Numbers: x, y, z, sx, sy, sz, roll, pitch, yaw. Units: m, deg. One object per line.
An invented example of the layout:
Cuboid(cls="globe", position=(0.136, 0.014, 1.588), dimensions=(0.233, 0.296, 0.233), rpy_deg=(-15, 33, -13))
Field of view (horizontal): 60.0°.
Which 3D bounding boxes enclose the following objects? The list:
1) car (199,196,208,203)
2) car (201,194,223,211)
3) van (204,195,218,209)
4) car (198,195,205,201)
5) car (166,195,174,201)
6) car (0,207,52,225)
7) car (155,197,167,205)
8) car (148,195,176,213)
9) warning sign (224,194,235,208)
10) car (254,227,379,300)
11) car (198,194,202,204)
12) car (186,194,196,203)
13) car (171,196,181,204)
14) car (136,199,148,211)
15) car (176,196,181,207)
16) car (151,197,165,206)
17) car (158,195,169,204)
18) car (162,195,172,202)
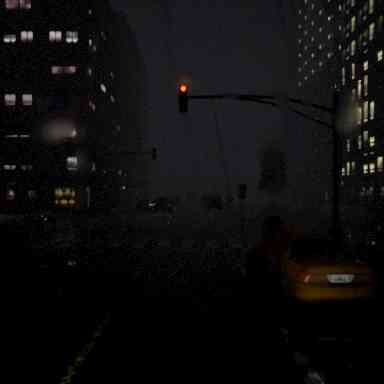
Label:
Cuboid(cls="car", position=(2.520, 1.620, 73.703), dimensions=(1.887, 1.381, 4.507), rpy_deg=(0, 0, 0))
Cuboid(cls="car", position=(2.594, 1.337, 40.544), dimensions=(2.192, 1.841, 5.009), rpy_deg=(0, 0, 0))
Cuboid(cls="van", position=(2.582, 1.369, 46.070), dimensions=(1.690, 1.788, 3.998), rpy_deg=(0, 0, 0))
Cuboid(cls="car", position=(2.483, 1.636, 90.453), dimensions=(1.752, 1.417, 4.829), rpy_deg=(0, 0, 0))
Cuboid(cls="car", position=(-5.897, 1.635, 90.094), dimensions=(1.752, 1.417, 4.829), rpy_deg=(0, 0, 0))
Cuboid(cls="car", position=(-13.171, 1.792, 24.835), dimensions=(4.718, 1.301, 1.895), rpy_deg=(-1, 0, 1))
Cuboid(cls="car", position=(-5.835, 1.599, 62.630), dimensions=(1.887, 1.381, 4.507), rpy_deg=(0, 0, 0))
Cuboid(cls="car", position=(-3.235, 1.371, 36.753), dimensions=(2.097, 1.767, 4.553), rpy_deg=(0, 0, 1))
Cuboid(cls="warning sign", position=(4.973, 1.141, 43.806), dimensions=(1.300, 1.860, 1.060), rpy_deg=(0, 0, 0))
Cuboid(cls="car", position=(2.668, 1.527, 8.301), dimensions=(1.752, 1.417, 4.829), rpy_deg=(0, 0, 0))
Cuboid(cls="car", position=(2.544, 1.369, 62.649), dimensions=(2.192, 1.841, 5.009), rpy_deg=(0, 0, 0))
Cuboid(cls="car", position=(-0.157, 1.615, 69.313), dimensions=(2.033, 1.411, 5.357), rpy_deg=(0, 0, 0))
Cuboid(cls="car", position=(-3.172, 1.540, 67.219), dimensions=(1.882, 1.535, 5.008), rpy_deg=(0, 0, 0))
Cuboid(cls="car", position=(-5.784, 1.573, 40.524), dimensions=(2.008, 1.369, 4.403), rpy_deg=(0, 0, 0))
Cuboid(cls="car", position=(-3.209, 1.599, 51.258), dimensions=(1.994, 1.385, 4.181), rpy_deg=(0, 0, 0))
Cuboid(cls="car", position=(-5.822, 1.595, 57.104), dimensions=(2.008, 1.369, 4.403), rpy_deg=(0, 0, 0))
Cuboid(cls="car", position=(-5.848, 1.505, 68.158), dimensions=(1.967, 1.590, 4.097), rpy_deg=(0, 0, 0))
Cuboid(cls="car", position=(-5.873, 1.526, 79.211), dimensions=(1.967, 1.590, 4.097), rpy_deg=(0, 0, 0))
